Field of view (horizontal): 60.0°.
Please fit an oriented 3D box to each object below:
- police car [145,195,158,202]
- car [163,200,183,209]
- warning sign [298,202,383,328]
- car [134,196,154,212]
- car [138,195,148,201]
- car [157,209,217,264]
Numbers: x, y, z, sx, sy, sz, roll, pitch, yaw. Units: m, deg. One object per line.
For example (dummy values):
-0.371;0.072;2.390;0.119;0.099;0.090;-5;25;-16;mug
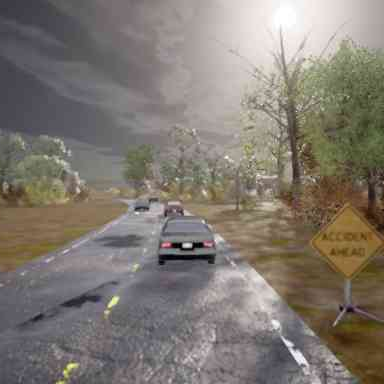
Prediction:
-8.860;1.480;75.344;1.930;1.638;5.238;0;0;-15;police car
-1.861;1.547;32.898;1.812;1.442;4.674;0;0;-6;car
2.587;1.116;5.542;1.300;1.860;1.060;0;0;-1;warning sign
-5.919;1.578;39.725;2.033;1.411;5.357;0;0;-8;car
-13.344;1.524;90.916;1.801;1.575;5.366;0;0;-18;car
-0.230;1.555;11.873;2.033;1.411;5.357;0;0;-2;car
